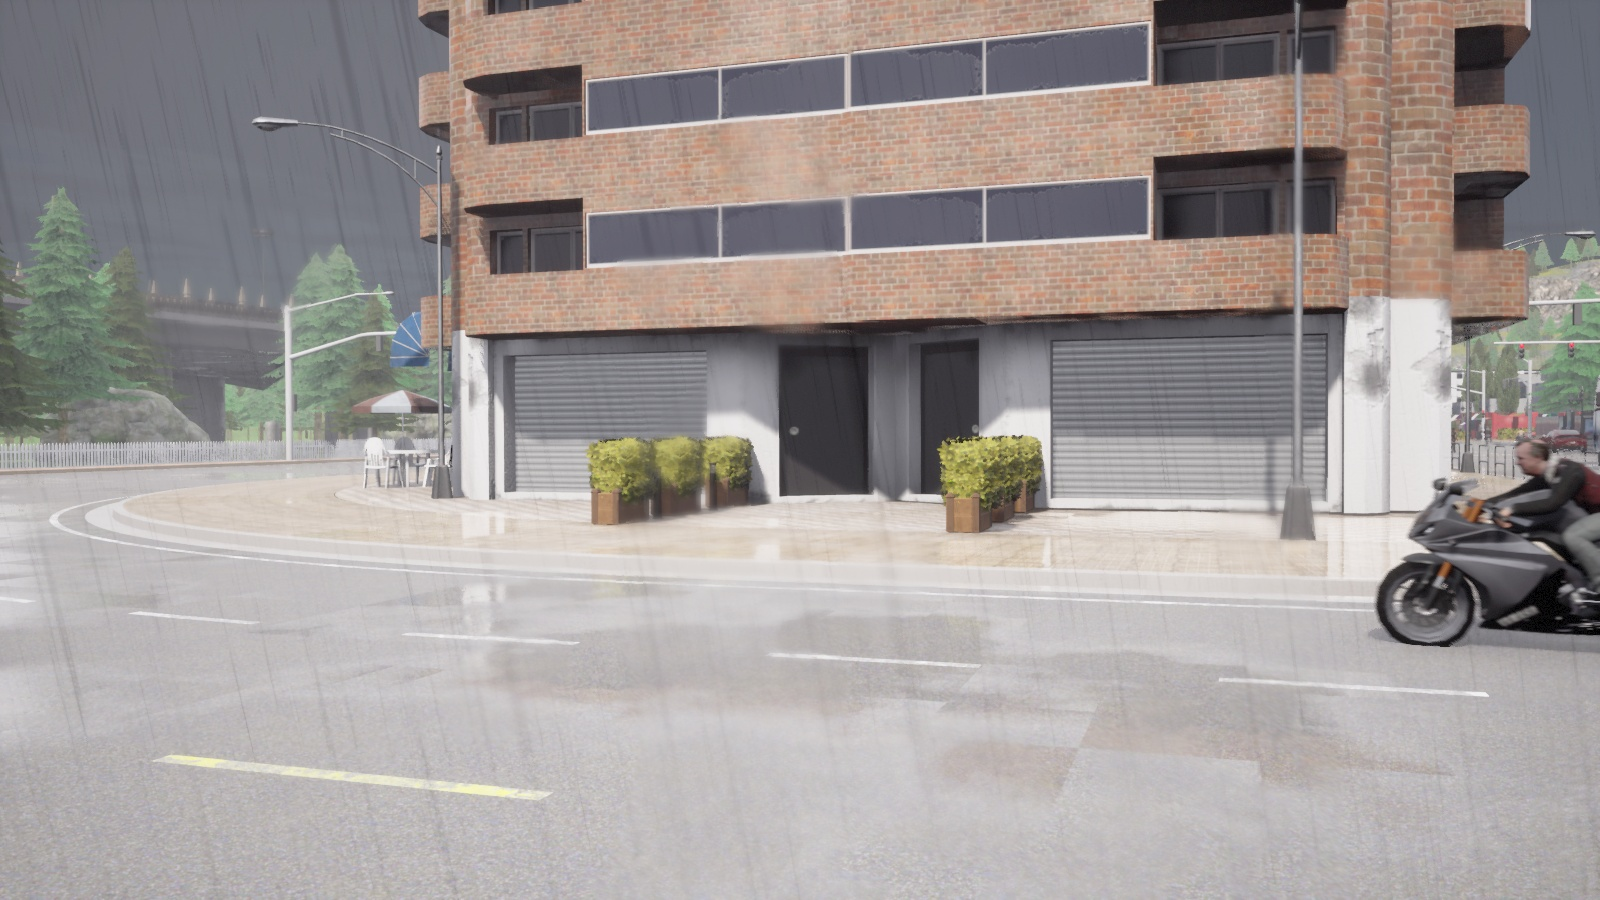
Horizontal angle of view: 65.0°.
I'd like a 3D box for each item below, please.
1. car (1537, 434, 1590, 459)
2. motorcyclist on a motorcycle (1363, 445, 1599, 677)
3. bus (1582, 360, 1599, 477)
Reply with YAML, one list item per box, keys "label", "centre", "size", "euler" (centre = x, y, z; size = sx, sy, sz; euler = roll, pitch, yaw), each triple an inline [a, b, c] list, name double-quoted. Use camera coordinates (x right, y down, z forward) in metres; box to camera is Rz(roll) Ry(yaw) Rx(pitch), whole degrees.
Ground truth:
- label: "car"
  centre: [49.843, -0.267, 82.080]
  size: [1.882, 1.535, 5.008]
  euler: [1, 1, 19]
- label: "motorcyclist on a motorcycle"
  centre: [5.207, 0.738, 8.832]
  size: [2.191, 1.530, 0.866]
  euler: [0, 1, 18]
- label: "bus"
  centre: [33.168, -1.158, 49.189]
  size: [3.944, 4.253, 10.273]
  euler: [1, 1, 31]
